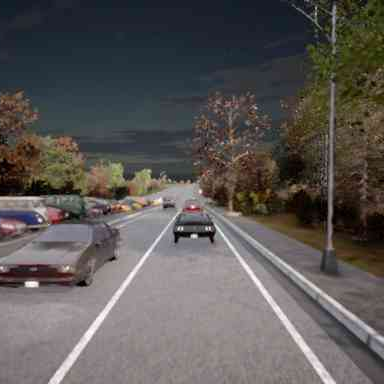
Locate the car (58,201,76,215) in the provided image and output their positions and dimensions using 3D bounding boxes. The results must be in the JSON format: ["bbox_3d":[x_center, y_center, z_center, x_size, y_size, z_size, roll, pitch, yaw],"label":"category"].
[{"bbox_3d":[-10.341,1.518,21.265,4.792,1.488,2.163,0,0,0],"label":"car"}]

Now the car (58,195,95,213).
[{"bbox_3d":[-10.339,1.252,24.019,5.566,2.045,2.435,0,-1,0],"label":"car"}]

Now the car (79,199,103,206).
[{"bbox_3d":[-23.325,2.448,76.791,4.792,1.488,2.163,0,-1,0],"label":"car"}]

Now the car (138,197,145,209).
[{"bbox_3d":[-10.107,1.904,48.997,5.366,1.575,1.946,0,-1,0],"label":"car"}]

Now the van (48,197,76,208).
[{"bbox_3d":[-23.481,1.863,60.186,4.442,1.987,1.878,0,-1,0],"label":"van"}]

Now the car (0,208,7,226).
[{"bbox_3d":[-10.288,1.517,12.929,4.792,1.488,2.163,0,0,0],"label":"car"}]

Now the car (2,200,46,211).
[{"bbox_3d":[-23.369,1.864,46.333,5.008,1.535,2.097,0,-1,0],"label":"car"}]

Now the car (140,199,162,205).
[{"bbox_3d":[-10.453,2.621,85.070,5.366,1.575,1.946,0,-1,0],"label":"car"}]

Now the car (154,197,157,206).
[{"bbox_3d":[-10.273,2.231,68.429,4.892,1.521,2.231,0,-1,0],"label":"car"}]

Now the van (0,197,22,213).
[{"bbox_3d":[-23.495,1.547,40.672,4.442,1.987,1.878,0,-1,0],"label":"van"}]

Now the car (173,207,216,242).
[{"bbox_3d":[0.103,1.630,16.633,1.895,1.301,4.718,0,0,0],"label":"car"}]

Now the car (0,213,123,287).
[{"bbox_3d":[-3.349,1.552,9.613,2.033,1.411,5.357,0,0,0],"label":"car"}]

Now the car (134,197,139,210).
[{"bbox_3d":[-10.301,1.864,46.222,4.892,1.521,2.231,0,-1,0],"label":"car"}]

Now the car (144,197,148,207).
[{"bbox_3d":[-10.260,2.027,54.549,4.792,1.488,2.163,0,-1,0],"label":"car"}]

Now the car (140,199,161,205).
[{"bbox_3d":[-10.276,2.556,82.294,4.892,1.521,2.231,0,-1,0],"label":"car"}]

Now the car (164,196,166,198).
[{"bbox_3d":[-10.294,2.442,87.852,5.566,2.045,2.435,0,-1,0],"label":"car"}]

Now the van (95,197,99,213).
[{"bbox_3d":[-10.192,1.323,26.794,4.442,1.987,1.878,0,-1,0],"label":"van"}]

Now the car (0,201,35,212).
[{"bbox_3d":[-23.379,1.858,43.438,4.674,1.452,2.002,0,-1,0],"label":"car"}]

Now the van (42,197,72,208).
[{"bbox_3d":[-23.250,1.818,57.416,4.442,1.987,1.878,0,-1,0],"label":"van"}]

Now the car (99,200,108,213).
[{"bbox_3d":[-10.309,1.633,29.566,4.674,1.452,2.002,0,-1,0],"label":"car"}]

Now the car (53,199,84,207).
[{"bbox_3d":[-23.368,2.133,62.952,5.008,1.535,2.097,0,-1,0],"label":"car"}]

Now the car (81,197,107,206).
[{"bbox_3d":[-23.380,2.236,79.566,5.566,2.045,2.435,0,-1,0],"label":"car"}]

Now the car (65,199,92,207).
[{"bbox_3d":[-23.388,2.261,68.488,4.792,1.488,2.163,0,-1,0],"label":"car"}]

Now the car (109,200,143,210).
[{"bbox_3d":[-10.262,1.982,51.773,4.792,1.488,2.163,0,-1,0],"label":"car"}]

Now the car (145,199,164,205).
[{"bbox_3d":[-10.269,2.762,90.621,5.008,1.535,2.097,0,-1,0],"label":"car"}]

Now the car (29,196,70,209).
[{"bbox_3d":[-23.341,1.748,54.648,5.566,2.045,2.435,0,-1,0],"label":"car"}]

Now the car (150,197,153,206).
[{"bbox_3d":[-10.312,2.161,62.877,4.792,1.488,2.163,0,-1,0],"label":"car"}]

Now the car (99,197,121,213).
[{"bbox_3d":[-10.271,1.557,35.120,4.553,1.767,2.185,0,-1,0],"label":"car"}]

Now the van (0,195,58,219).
[{"bbox_3d":[-10.198,1.262,18.482,4.442,1.987,1.878,0,0,0],"label":"van"}]

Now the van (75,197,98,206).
[{"bbox_3d":[-23.472,2.123,73.904,4.442,1.987,1.878,0,-1,0],"label":"van"}]

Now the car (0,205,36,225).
[{"bbox_3d":[-10.319,1.528,15.706,4.674,1.452,2.002,0,0,0],"label":"car"}]

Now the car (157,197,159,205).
[{"bbox_3d":[-10.463,2.284,71.196,5.366,1.575,1.946,0,-1,0],"label":"car"}]

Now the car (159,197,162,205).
[{"bbox_3d":[-10.090,2.344,73.848,5.366,1.575,1.946,0,-1,0],"label":"car"}]

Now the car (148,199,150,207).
[{"bbox_3d":[-10.258,2.072,57.324,4.792,1.488,2.163,0,-1,0],"label":"car"}]

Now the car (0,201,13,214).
[{"bbox_3d":[-23.378,1.770,38.024,4.674,1.452,2.002,0,-1,0],"label":"car"}]

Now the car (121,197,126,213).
[{"bbox_3d":[-10.269,1.602,37.896,4.553,1.767,2.185,0,-1,0],"label":"car"}]

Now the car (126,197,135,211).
[{"bbox_3d":[-10.113,1.770,40.670,5.366,1.575,1.946,0,-1,0],"label":"car"}]

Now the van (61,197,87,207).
[{"bbox_3d":[-23.253,1.955,65.741,4.442,1.987,1.878,0,-1,0],"label":"van"}]

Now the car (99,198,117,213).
[{"bbox_3d":[-10.299,1.638,32.342,5.008,1.535,2.097,0,-1,0],"label":"car"}]

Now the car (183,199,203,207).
[{"bbox_3d":[0.092,1.538,34.409,2.097,1.767,4.553,0,-1,0],"label":"car"}]

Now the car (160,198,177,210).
[{"bbox_3d":[-3.352,2.025,50.124,1.895,1.301,4.718,0,-1,0],"label":"car"}]

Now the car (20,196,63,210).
[{"bbox_3d":[-23.343,1.703,51.878,5.566,2.045,2.435,0,-1,0],"label":"car"}]

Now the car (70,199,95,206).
[{"bbox_3d":[-23.386,2.315,71.127,4.792,1.488,2.163,0,-1,0],"label":"car"}]
